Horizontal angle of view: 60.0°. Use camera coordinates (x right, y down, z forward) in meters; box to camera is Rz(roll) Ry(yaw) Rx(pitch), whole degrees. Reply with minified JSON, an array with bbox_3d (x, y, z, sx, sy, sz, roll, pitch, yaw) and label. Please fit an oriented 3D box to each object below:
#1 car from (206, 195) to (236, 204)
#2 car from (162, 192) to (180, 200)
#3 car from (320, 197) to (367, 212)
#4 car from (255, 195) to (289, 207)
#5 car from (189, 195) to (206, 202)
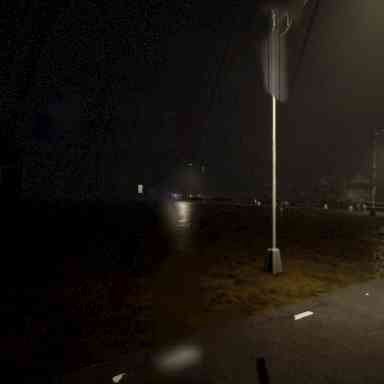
[{"bbox_3d":[4.822,1.173,52.400,1.895,1.301,4.718,2,-1,-35],"label":"car"},{"bbox_3d":[-4.619,0.876,71.927,2.097,1.767,4.553,2,-1,-35],"label":"car"},{"bbox_3d":[16.344,1.292,36.140,1.837,1.490,4.892,2,0,-35],"label":"car"},{"bbox_3d":[10.590,1.176,44.255,1.837,1.490,4.892,2,0,-35],"label":"car"},{"bbox_3d":[1.304,1.188,63.733,1.895,1.301,4.718,2,-1,-35],"label":"car"}]
